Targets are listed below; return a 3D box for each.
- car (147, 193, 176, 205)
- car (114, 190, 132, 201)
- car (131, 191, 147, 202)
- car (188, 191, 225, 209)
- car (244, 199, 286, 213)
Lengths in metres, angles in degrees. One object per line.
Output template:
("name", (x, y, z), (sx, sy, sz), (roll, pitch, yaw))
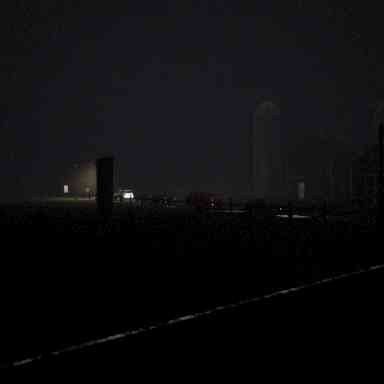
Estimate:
("car", (-4.168, 0.971, 48.097), (2.097, 1.767, 4.553), (-1, 1, -35))
("car", (-13.610, 0.620, 66.045), (2.150, 2.045, 5.566), (-1, 1, -36))
("car", (-8.282, 0.981, 58.686), (2.128, 1.511, 4.902), (-1, 1, -35))
("car", (1.601, 0.934, 40.038), (2.150, 2.045, 5.566), (-1, 1, -36))
("car", (7.069, 1.365, 32.448), (1.994, 1.385, 4.181), (-1, 1, -36))
